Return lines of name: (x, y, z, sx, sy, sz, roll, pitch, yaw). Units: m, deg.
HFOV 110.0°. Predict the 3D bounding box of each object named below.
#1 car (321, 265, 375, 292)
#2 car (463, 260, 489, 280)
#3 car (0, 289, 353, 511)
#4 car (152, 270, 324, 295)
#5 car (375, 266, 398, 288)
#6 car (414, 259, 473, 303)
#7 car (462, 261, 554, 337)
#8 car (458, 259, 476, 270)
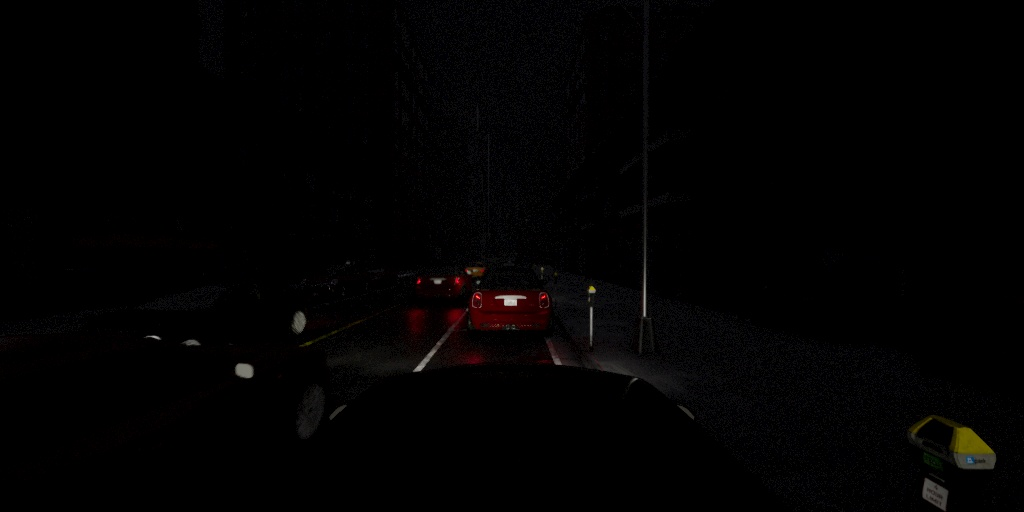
car: (-8.814, 1.185, 18.031, 1.967, 1.591, 4.097, 0, 0, 0)
car: (-3.145, 1.194, 32.388, 1.801, 1.575, 5.366, 0, 0, 0)
car: (-3.048, 1.227, 2.184, 1.882, 1.535, 5.008, 0, 0, 0)
car: (-6.247, 1.226, 7.507, 1.882, 1.535, 5.008, 0, 0, 0)
car: (-8.814, 1.325, 23.617, 1.802, 1.307, 4.207, 0, 0, 0)
car: (-3.046, 1.098, 16.856, 2.097, 1.767, 4.553, 0, 0, 0)
car: (-0.033, 1.100, 10.472, 2.097, 1.767, 4.553, 0, 0, 0)
car: (-6.145, 1.125, 49.385, 1.895, 1.301, 4.718, 0, 0, 0)
